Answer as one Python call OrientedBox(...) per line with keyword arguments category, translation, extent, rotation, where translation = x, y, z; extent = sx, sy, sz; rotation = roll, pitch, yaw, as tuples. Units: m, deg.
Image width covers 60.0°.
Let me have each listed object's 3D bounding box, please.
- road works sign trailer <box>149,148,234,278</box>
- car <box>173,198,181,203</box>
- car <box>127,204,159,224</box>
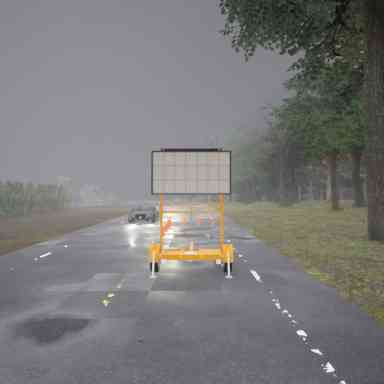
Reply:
OrientedBox(category="road works sign trailer", translation=(-0.017, 0.480, 10.154), extent=(2.380, 3.560, 2.880), rotation=(0, 0, 0))
OrientedBox(category="car", translation=(-3.642, 2.175, 81.741), extent=(2.128, 1.511, 4.902), rotation=(0, -1, 0))
OrientedBox(category="car", translation=(-3.644, 1.635, 25.558), extent=(1.994, 1.385, 4.181), rotation=(0, 0, 0))
